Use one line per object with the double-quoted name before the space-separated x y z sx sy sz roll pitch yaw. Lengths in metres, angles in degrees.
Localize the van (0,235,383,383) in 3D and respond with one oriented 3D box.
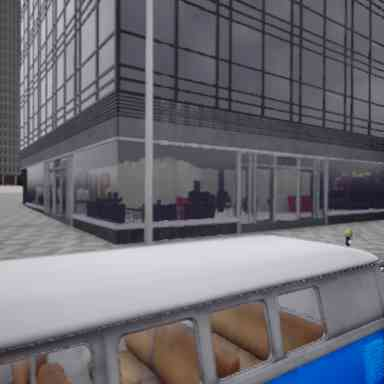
"van" -0.187 1.314 2.400 3.998 1.788 1.690 0 1 -34
